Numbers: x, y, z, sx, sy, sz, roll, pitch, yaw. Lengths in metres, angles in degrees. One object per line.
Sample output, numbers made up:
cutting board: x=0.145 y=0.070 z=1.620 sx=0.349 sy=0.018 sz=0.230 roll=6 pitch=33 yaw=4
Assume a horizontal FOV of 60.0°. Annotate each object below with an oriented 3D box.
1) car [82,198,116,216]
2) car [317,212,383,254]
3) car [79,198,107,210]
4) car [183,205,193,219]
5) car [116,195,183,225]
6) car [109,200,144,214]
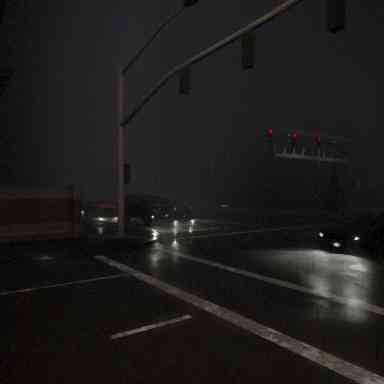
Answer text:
car: x=-9.078 y=1.478 z=32.588 sx=1.882 sy=1.535 sz=5.008 roll=0 pitch=0 yaw=-36
car: x=7.450 y=1.547 z=13.829 sx=5.357 sy=1.411 sz=2.033 roll=0 pitch=0 yaw=-37
car: x=-13.348 y=1.547 z=44.545 sx=2.033 sy=1.411 sz=5.357 roll=0 pitch=0 yaw=-36
car: x=-1.901 y=1.352 z=28.595 sx=2.097 sy=1.767 sz=4.553 roll=0 pitch=0 yaw=-36
car: x=-3.316 y=1.222 z=24.563 sx=2.150 sy=2.045 sz=5.566 roll=0 pitch=0 yaw=-36
car: x=-7.144 y=1.601 z=35.894 sx=1.895 sy=1.301 sz=4.718 roll=0 pitch=0 yaw=-36
